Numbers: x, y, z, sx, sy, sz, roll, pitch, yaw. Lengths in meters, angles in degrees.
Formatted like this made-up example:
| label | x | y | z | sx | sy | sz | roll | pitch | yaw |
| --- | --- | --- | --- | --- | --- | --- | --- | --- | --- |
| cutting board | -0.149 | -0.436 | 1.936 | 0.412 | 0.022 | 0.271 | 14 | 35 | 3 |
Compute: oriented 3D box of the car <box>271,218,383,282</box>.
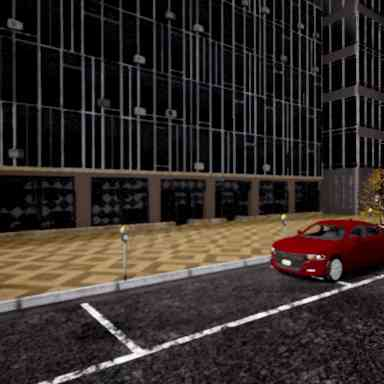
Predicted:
| label | x | y | z | sx | sy | sz | roll | pitch | yaw |
| --- | --- | --- | --- | --- | --- | --- | --- | --- | --- |
| car | 4.173 | 1.478 | 9.522 | 4.507 | 1.381 | 1.887 | -1 | 0 | -35 |
